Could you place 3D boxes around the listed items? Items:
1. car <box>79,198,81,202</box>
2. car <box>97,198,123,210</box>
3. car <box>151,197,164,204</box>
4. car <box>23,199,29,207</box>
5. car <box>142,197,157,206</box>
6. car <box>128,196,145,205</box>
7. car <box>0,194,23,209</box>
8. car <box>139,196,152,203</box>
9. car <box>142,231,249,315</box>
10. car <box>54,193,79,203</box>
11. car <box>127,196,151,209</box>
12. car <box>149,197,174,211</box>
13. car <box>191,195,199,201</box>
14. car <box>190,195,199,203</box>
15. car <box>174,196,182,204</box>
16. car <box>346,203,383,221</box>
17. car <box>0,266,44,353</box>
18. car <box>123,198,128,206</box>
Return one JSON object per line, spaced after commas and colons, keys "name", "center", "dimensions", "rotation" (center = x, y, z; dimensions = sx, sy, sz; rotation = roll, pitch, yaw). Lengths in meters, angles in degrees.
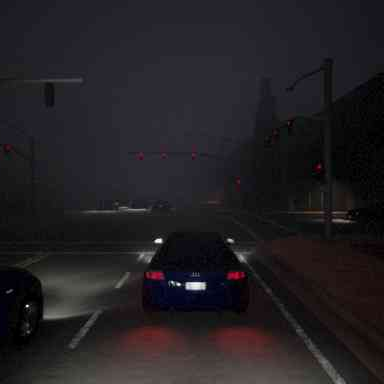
{"name": "car", "center": [-24.951, 1.441, 68.537], "dimensions": [3.806, 1.475, 1.970], "rotation": [0, 0, 0]}
{"name": "car", "center": [-10.751, 1.533, 42.875], "dimensions": [1.837, 1.490, 4.892], "rotation": [0, 0, 1]}
{"name": "car", "center": [-6.701, 1.607, 64.762], "dimensions": [1.994, 1.385, 4.181], "rotation": [0, 0, 1]}
{"name": "car", "center": [-24.931, 1.187, 46.018], "dimensions": [3.866, 1.878, 1.905], "rotation": [0, 0, 0]}
{"name": "car", "center": [-6.984, 1.562, 54.847], "dimensions": [1.812, 1.442, 4.674], "rotation": [0, 0, 2]}
{"name": "car", "center": [-10.294, 1.533, 61.721], "dimensions": [2.128, 1.511, 4.902], "rotation": [0, 0, 2]}
{"name": "car", "center": [-24.986, 1.182, 43.124], "dimensions": [4.605, 1.855, 1.932], "rotation": [0, 0, 0]}
{"name": "car", "center": [-9.971, 1.596, 71.763], "dimensions": [1.994, 1.385, 4.181], "rotation": [0, 0, 1]}
{"name": "car", "center": [0.063, 1.569, 7.664], "dimensions": [1.994, 1.385, 4.181], "rotation": [0, 0, 0]}
{"name": "car", "center": [-24.963, 1.200, 65.642], "dimensions": [3.866, 1.878, 1.905], "rotation": [0, 0, 0]}
{"name": "car", "center": [-7.188, 1.595, 46.086], "dimensions": [1.994, 1.385, 4.181], "rotation": [0, 0, 2]}
{"name": "car", "center": [-3.652, 1.591, 40.977], "dimensions": [1.994, 1.385, 4.181], "rotation": [0, 0, 2]}
{"name": "car", "center": [0.830, 1.451, 83.269], "dimensions": [1.882, 1.535, 5.008], "rotation": [0, 0, 1]}
{"name": "car", "center": [0.555, 1.583, 72.624], "dimensions": [2.033, 1.411, 5.357], "rotation": [0, 0, 1]}
{"name": "car", "center": [-2.993, 1.549, 66.948], "dimensions": [1.837, 1.490, 4.892], "rotation": [0, 0, 1]}
{"name": "car", "center": [15.230, 1.565, 26.451], "dimensions": [5.357, 1.411, 2.033], "rotation": [0, 0, 0]}
{"name": "car", "center": [-3.444, 1.354, 3.524], "dimensions": [2.097, 1.767, 4.553], "rotation": [0, 0, 0]}
{"name": "car", "center": [-10.547, 1.598, 51.785], "dimensions": [1.994, 1.385, 4.181], "rotation": [0, 0, 4]}
